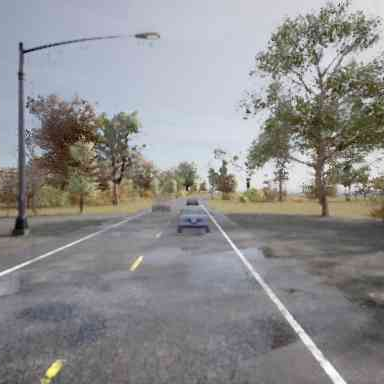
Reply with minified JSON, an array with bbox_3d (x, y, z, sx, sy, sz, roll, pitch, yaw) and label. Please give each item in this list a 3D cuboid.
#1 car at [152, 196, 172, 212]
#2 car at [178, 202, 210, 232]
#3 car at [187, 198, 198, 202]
[{"bbox_3d":[-3.509,1.417,39.464,2.097,1.767,4.553,0,0,0],"label":"car"},{"bbox_3d":[0.093,1.582,20.278,2.033,1.411,5.357,0,0,0],"label":"car"},{"bbox_3d":[0.088,1.666,59.248,1.994,1.385,4.181,0,0,0],"label":"car"}]
